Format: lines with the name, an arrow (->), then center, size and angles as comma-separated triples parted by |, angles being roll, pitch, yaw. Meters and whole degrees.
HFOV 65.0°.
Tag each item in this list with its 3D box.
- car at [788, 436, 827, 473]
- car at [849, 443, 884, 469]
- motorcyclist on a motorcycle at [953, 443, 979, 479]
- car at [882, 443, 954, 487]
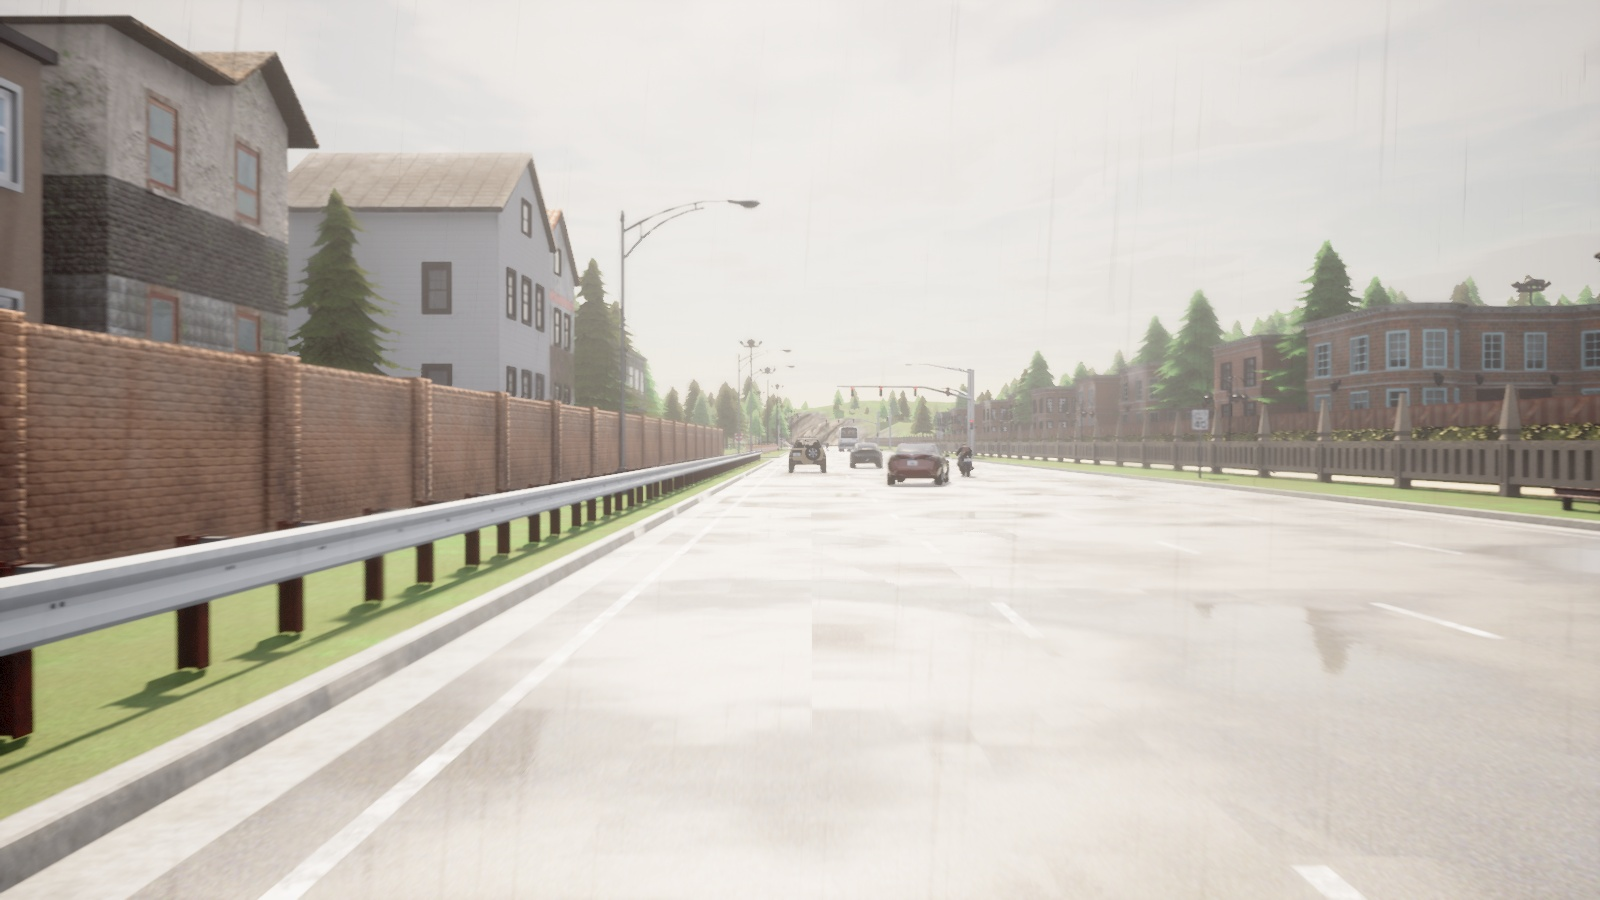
car -> 0.381, 0.202, 64.362 | 1.932, 1.855, 4.605 | 0, 0, 0
car -> 3.943, 0.333, 75.189 | 1.837, 1.490, 4.892 | 0, 0, 0
motorcyclist on a motorcycle -> 7.332, 0.475, 55.686 | 0.866, 1.530, 2.191 | 0, 0, 0
car -> 4.334, 0.494, 45.532 | 2.163, 1.488, 4.792 | 0, 0, 11
